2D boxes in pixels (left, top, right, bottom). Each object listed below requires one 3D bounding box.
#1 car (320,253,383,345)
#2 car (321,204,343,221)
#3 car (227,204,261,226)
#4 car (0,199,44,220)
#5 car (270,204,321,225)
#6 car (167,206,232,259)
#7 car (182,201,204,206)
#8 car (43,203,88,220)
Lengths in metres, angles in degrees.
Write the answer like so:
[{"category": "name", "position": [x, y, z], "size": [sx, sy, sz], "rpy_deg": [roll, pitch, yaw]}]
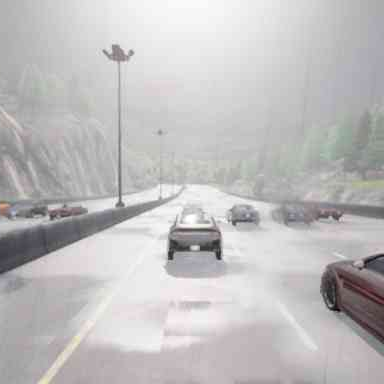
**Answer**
[{"category": "car", "position": [3.597, 1.570, 5.089], "size": [1.994, 1.385, 4.181], "rpy_deg": [0, 0, 0]}, {"category": "car", "position": [10.588, 1.633, 27.647], "size": [1.895, 1.301, 4.718], "rpy_deg": [0, 0, 0]}, {"category": "car", "position": [3.589, 1.575, 23.871], "size": [2.033, 1.411, 5.357], "rpy_deg": [0, 0, 0]}, {"category": "car", "position": [-14.108, 1.522, 28.753], "size": [2.128, 1.511, 4.902], "rpy_deg": [0, 0, 0]}, {"category": "car", "position": [7.089, 1.575, 24.033], "size": [2.033, 1.411, 5.357], "rpy_deg": [0, 0, 0]}, {"category": "car", "position": [0.094, 1.506, 12.618], "size": [2.128, 1.511, 4.902], "rpy_deg": [0, 0, 0]}, {"category": "car", "position": [0.087, 1.559, 29.665], "size": [1.812, 1.442, 4.674], "rpy_deg": [0, 0, 0]}, {"category": "car", "position": [-10.610, 1.632, 28.654], "size": [1.895, 1.301, 4.718], "rpy_deg": [0, 0, 0]}]
